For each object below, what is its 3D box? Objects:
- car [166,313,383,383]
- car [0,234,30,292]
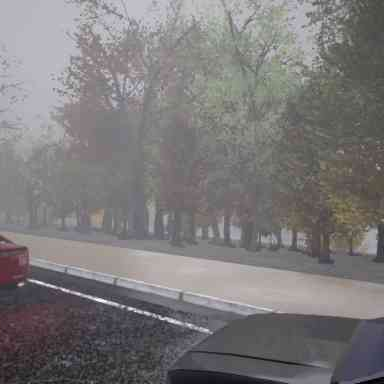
[{"bbox_3d":[2.307,1.547,2.043,5.357,1.411,2.033,0,0,35],"label":"car"},{"bbox_3d":[-5.820,1.476,7.799,5.008,1.535,1.882,0,0,35],"label":"car"}]
